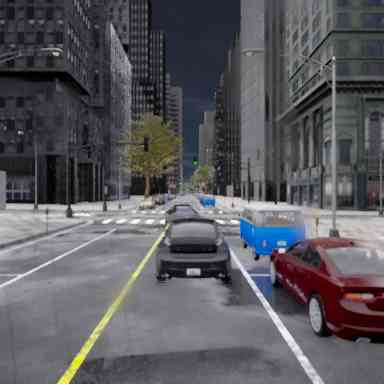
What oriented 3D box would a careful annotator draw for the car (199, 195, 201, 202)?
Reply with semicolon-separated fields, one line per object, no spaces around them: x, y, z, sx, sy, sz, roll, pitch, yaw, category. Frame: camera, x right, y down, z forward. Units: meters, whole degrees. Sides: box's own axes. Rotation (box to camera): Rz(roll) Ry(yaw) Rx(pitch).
2.562;1.576;55.399;1.947;1.339;4.313;0;0;0;car

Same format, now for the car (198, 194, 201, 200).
2.543;1.558;60.812;1.887;1.381;4.507;0;0;0;car

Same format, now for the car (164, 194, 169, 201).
-5.980;1.328;60.426;2.192;1.841;5.009;0;0;0;car

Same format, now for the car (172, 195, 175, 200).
-6.079;1.605;86.870;1.947;1.339;4.313;0;0;0;car

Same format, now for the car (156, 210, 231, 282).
0.036;1.504;9.761;1.837;1.490;4.892;0;0;0;car

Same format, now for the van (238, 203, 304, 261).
2.738;1.339;12.002;1.690;1.788;3.998;0;0;0;van

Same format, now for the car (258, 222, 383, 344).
2.756;1.543;6.477;1.887;1.381;4.507;0;0;0;car

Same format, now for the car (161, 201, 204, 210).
-0.746;1.560;22.935;1.994;1.385;4.181;0;0;-10;car

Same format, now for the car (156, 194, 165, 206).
-5.961;1.554;55.137;1.887;1.381;4.507;0;0;0;car

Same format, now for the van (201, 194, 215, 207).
2.583;1.347;49.987;1.690;1.788;3.998;0;0;0;van

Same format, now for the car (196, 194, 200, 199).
2.503;1.574;71.639;2.008;1.369;4.403;0;0;0;car

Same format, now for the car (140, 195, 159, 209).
-5.928;1.529;44.387;1.752;1.417;4.829;0;0;0;car

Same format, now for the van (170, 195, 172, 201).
-6.039;1.368;76.293;1.690;1.788;3.998;0;0;0;van
